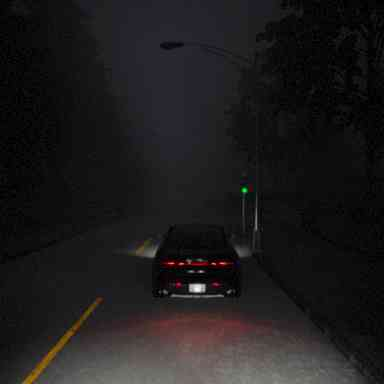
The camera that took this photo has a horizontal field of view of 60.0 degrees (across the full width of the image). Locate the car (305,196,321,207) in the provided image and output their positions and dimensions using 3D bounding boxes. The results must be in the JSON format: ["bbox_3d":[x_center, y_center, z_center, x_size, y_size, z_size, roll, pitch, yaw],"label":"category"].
[{"bbox_3d":[15.801,1.300,45.005,1.994,1.381,4.181,0,0,0],"label":"car"}]

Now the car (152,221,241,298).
[{"bbox_3d":[0.100,1.505,8.519,1.837,1.490,4.892,0,0,0],"label":"car"}]
